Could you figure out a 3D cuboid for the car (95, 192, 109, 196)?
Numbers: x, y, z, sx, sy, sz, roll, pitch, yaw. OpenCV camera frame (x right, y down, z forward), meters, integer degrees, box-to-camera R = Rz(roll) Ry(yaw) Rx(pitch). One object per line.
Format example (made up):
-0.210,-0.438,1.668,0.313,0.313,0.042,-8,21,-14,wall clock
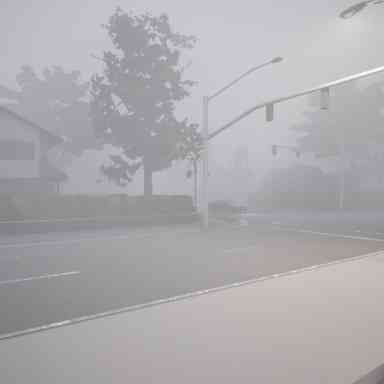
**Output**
-20.412,1.049,75.266,2.150,2.045,5.566,0,0,-36,car

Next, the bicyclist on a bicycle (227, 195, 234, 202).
5.913,1.303,51.108,1.656,1.620,0.582,0,0,-36,bicyclist on a bicycle

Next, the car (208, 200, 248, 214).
3.613,1.547,36.546,2.033,1.411,5.357,0,0,-36,car
